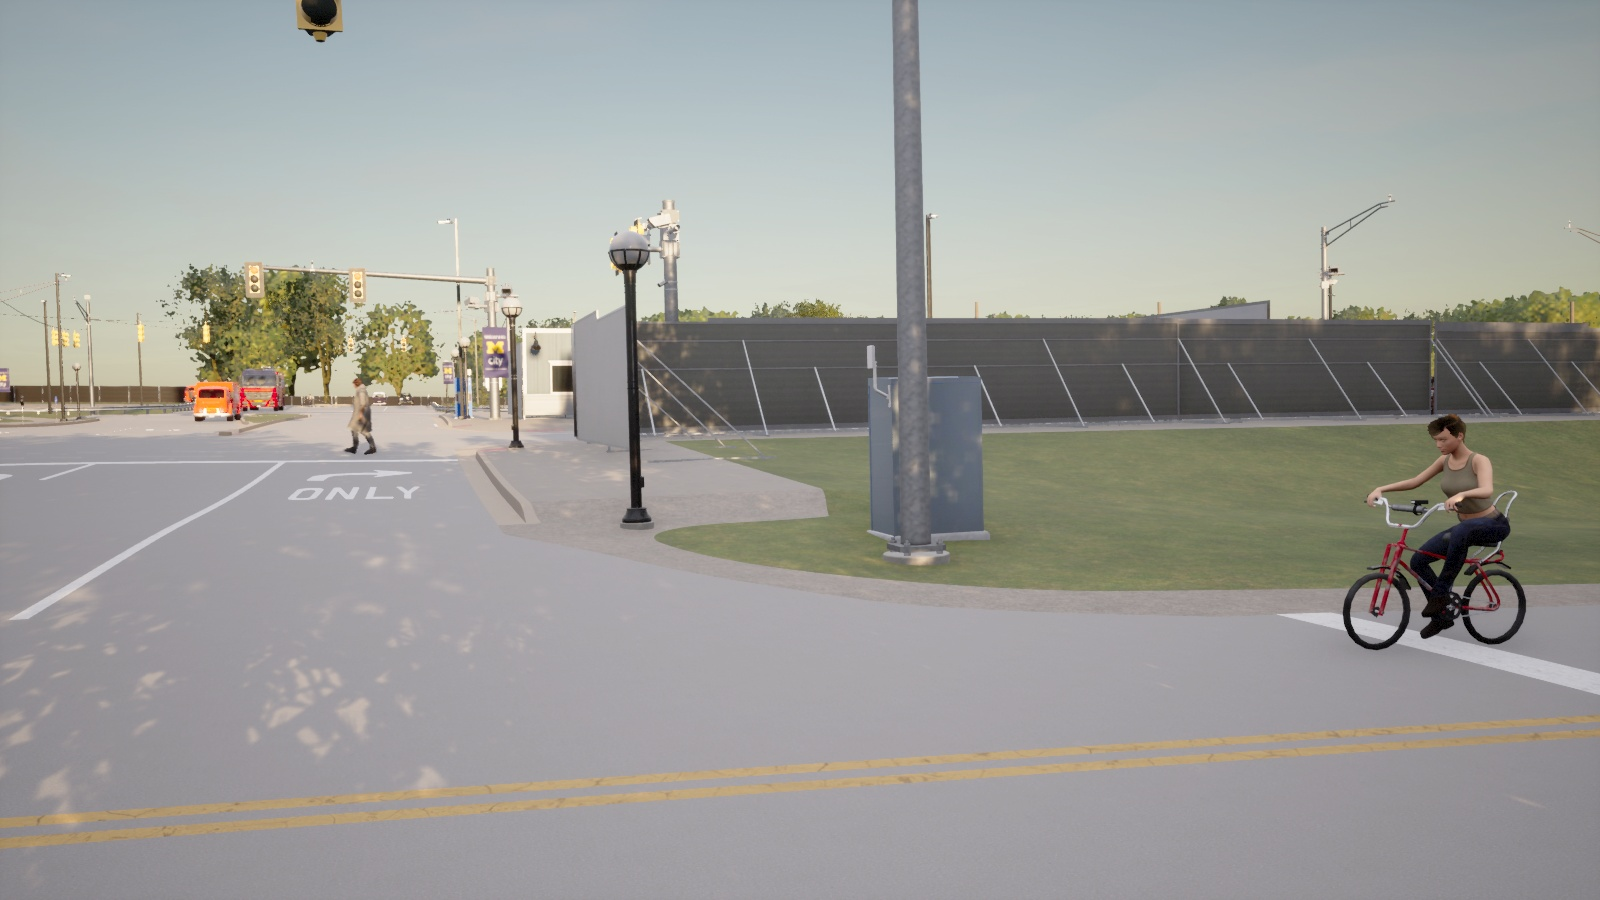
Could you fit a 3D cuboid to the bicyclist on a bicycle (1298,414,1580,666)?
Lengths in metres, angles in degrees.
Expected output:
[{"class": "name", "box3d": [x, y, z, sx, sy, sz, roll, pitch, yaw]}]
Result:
[{"class": "bicyclist on a bicycle", "box3d": [4.373, 0.568, 8.649, 1.509, 1.612, 0.866, 0, 1, -14]}]

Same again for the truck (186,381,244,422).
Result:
[{"class": "truck", "box3d": [-36.627, -3.101, 78.796, 2.627, 2.467, 5.204, -1, 4, -18]}]

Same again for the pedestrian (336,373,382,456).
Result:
[{"class": "pedestrian", "box3d": [-10.587, -0.848, 30.167, 0.873, 1.952, 0.659, -2, 2, -10]}]
